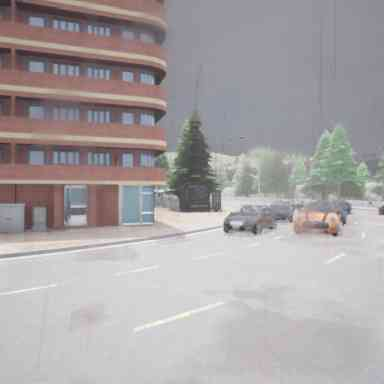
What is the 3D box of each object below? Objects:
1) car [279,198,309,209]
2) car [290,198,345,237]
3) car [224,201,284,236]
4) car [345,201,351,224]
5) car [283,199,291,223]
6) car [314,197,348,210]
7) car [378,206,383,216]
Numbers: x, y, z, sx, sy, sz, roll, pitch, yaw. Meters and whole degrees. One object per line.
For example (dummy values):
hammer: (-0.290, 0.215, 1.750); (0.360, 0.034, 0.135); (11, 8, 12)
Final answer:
car: (14.244, 1.600, 46.757); (1.895, 1.301, 4.718); (0, 0, -14)
car: (7.061, 1.352, 18.355); (2.097, 1.767, 4.553); (0, 0, 27)
car: (3.404, 1.491, 18.855); (2.128, 1.511, 4.902); (0, 0, 29)
car: (10.260, 1.565, 24.812); (1.994, 1.385, 4.181); (0, 0, 18)
car: (6.930, 1.560, 25.891); (1.837, 1.490, 4.892); (0, 0, 18)
car: (18.334, 1.477, 44.038); (1.882, 1.535, 5.008); (0, 0, -8)
car: (18.368, 1.563, 29.852); (1.994, 1.385, 4.181); (0, 0, 9)
